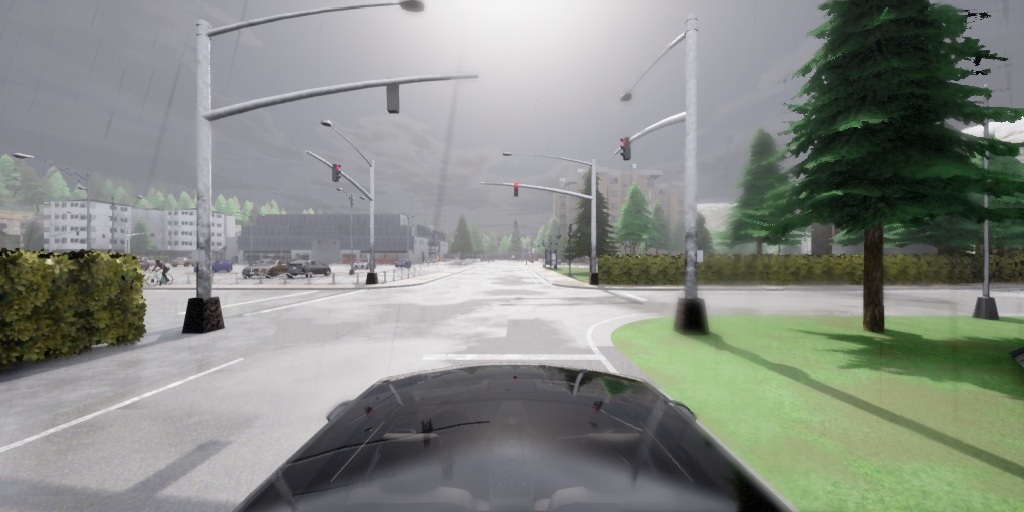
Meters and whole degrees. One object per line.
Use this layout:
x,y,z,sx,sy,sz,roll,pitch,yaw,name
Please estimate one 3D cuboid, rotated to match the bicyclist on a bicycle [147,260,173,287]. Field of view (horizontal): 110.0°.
-21.759,1.051,22.176,0.582,1.620,1.656,0,0,1,bicyclist on a bicycle
